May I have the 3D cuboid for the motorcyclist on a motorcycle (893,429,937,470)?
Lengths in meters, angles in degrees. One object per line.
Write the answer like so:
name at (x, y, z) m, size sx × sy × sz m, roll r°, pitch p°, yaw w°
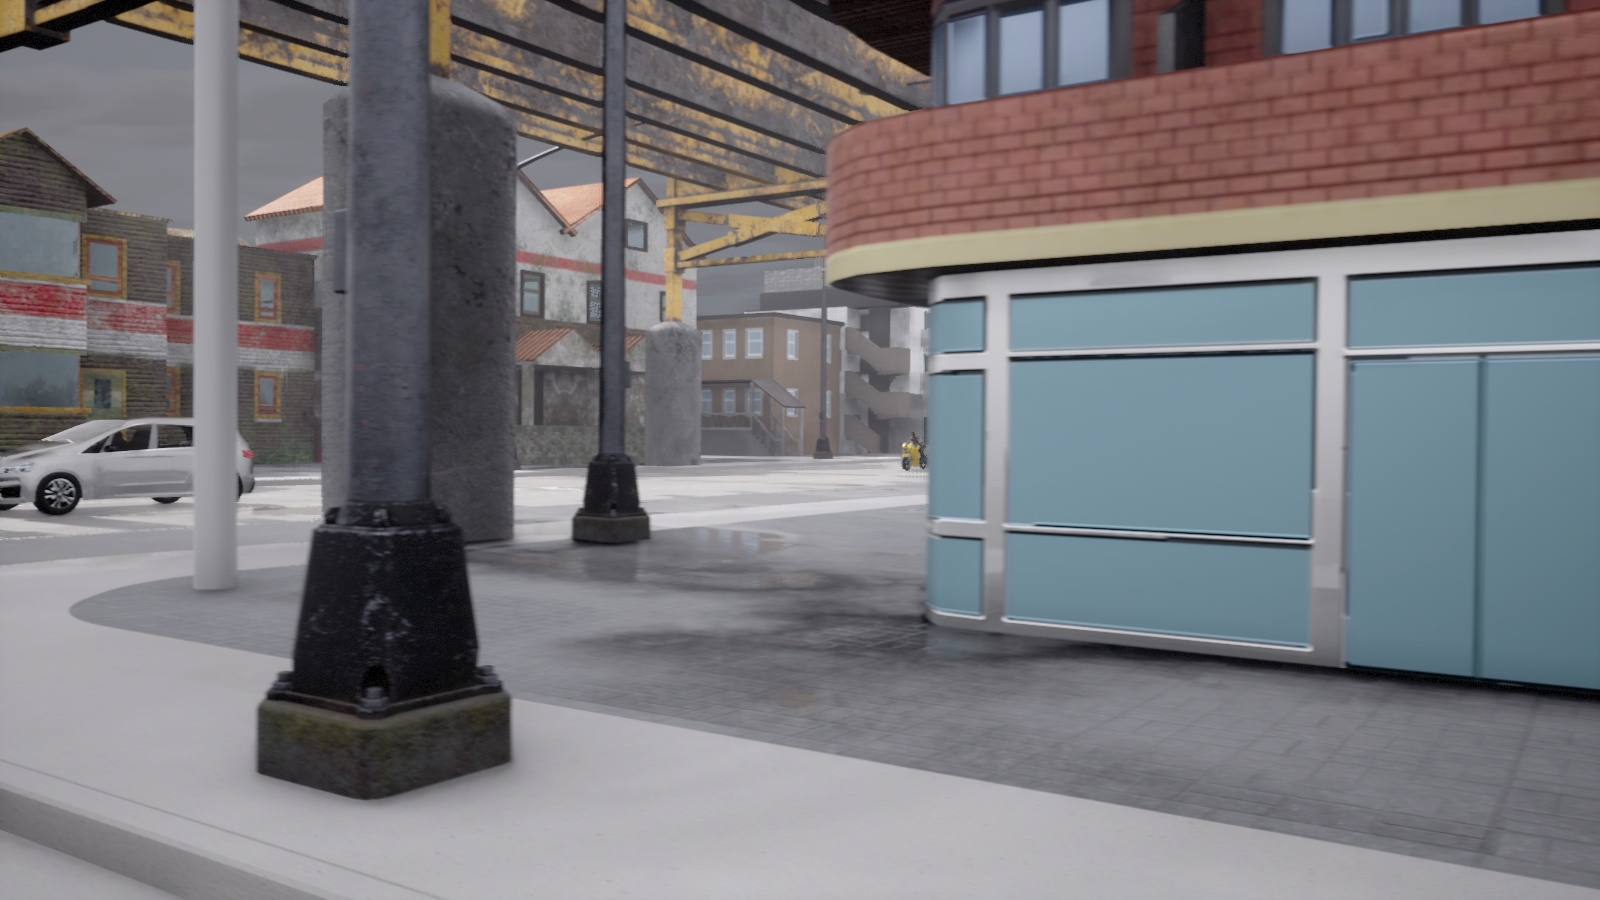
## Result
motorcyclist on a motorcycle at (4.396, -0.043, 47.859) m, size 0.797 × 1.523 × 2.044 m, roll 0°, pitch 1°, yaw 33°

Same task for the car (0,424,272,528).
car at (-12.245, 0.379, 22.555) m, size 2.242 × 1.667 × 4.611 m, roll 0°, pitch 1°, yaw 34°
